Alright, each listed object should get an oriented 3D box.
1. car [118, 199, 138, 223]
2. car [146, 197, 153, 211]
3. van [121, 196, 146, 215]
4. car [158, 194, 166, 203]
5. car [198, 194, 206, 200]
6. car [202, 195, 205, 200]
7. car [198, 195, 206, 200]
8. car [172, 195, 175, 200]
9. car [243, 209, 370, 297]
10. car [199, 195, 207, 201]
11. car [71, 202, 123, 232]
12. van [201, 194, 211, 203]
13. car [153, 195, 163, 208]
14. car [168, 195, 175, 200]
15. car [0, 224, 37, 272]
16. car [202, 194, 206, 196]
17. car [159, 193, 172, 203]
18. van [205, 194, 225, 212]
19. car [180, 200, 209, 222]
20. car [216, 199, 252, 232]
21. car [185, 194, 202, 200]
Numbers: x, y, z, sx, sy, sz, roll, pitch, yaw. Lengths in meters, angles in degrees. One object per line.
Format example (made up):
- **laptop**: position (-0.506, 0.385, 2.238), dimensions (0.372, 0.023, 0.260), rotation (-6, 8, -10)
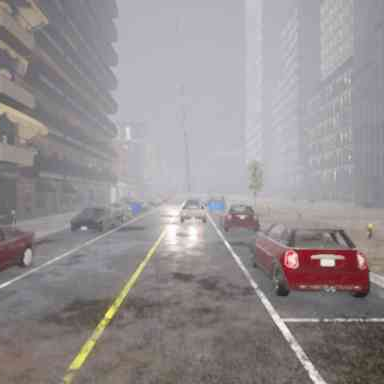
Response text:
- **car**: position (-5.687, 1.503, 25.261), dimensions (2.008, 1.369, 4.403), rotation (1, 0, 0)
- **car**: position (-5.689, 1.457, 36.230), dimensions (1.752, 1.417, 4.829), rotation (1, 0, 0)
- **van**: position (-5.685, 1.283, 30.831), dimensions (1.690, 1.788, 3.998), rotation (1, 0, 0)
- **car**: position (-5.695, 1.427, 52.939), dimensions (1.752, 1.417, 4.829), rotation (1, 0, 0)
- **car**: position (2.675, 1.279, 92.098), dimensions (1.967, 1.590, 4.097), rotation (1, 0, 0)
- **car**: position (2.687, 1.493, 47.540), dimensions (1.802, 1.307, 4.206), rotation (1, 0, 0)
- **car**: position (2.675, 1.392, 86.529), dimensions (1.887, 1.381, 4.507), rotation (1, 0, 0)
- **car**: position (-5.704, 1.401, 80.957), dimensions (1.887, 1.381, 4.507), rotation (1, 0, 0)
- **car**: position (2.700, 1.423, 8.553), dimensions (1.967, 1.590, 4.097), rotation (1, 0, 0)
- **car**: position (2.677, 1.381, 81.129), dimensions (1.752, 1.417, 4.829), rotation (1, 0, 0)
- **car**: position (-5.685, 1.528, 19.691), dimensions (1.947, 1.339, 4.313), rotation (1, 0, 0)
- **van**: position (2.685, 1.224, 64.250), dimensions (1.690, 1.788, 3.998), rotation (1, 0, 0)
- **car**: position (-5.693, 1.462, 47.539), dimensions (2.008, 1.369, 4.403), rotation (1, 0, 0)
- **car**: position (-5.707, 1.421, 92.097), dimensions (1.802, 1.307, 4.206), rotation (1, 0, 0)
- **car**: position (-5.682, 1.528, 8.552), dimensions (1.887, 1.381, 4.507), rotation (1, 0, 0)
- **car**: position (2.685, 1.426, 53.280), dimensions (1.752, 1.417, 4.829), rotation (1, 0, 0)
- **car**: position (-5.695, 1.198, 64.248), dimensions (2.192, 1.841, 5.009), rotation (1, 0, 0)
- **van**: position (2.693, 1.273, 36.402), dimensions (1.690, 1.788, 3.998), rotation (1, 0, 0)
- **car**: position (0.092, 1.551, 25.686), dimensions (1.895, 1.301, 4.718), rotation (0, 0, 0)
- **car**: position (2.697, 1.402, 19.693), dimensions (1.967, 1.590, 4.097), rotation (1, 0, 0)
- **car**: position (0.087, 1.392, 45.974), dimensions (1.882, 1.535, 5.008), rotation (0, 0, 0)
